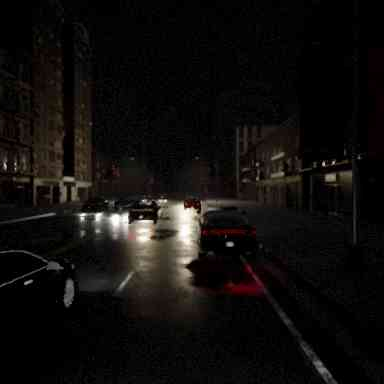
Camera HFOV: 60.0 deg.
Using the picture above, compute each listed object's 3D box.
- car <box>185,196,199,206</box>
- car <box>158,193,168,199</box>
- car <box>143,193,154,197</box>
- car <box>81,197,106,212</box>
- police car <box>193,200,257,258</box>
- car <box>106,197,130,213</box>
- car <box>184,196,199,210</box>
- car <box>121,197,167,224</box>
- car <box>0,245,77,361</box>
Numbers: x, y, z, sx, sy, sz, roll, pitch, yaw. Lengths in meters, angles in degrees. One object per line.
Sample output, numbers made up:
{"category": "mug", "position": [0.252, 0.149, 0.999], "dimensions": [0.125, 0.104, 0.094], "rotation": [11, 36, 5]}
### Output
{"category": "car", "position": [0.014, 1.253, 47.474], "dimensions": [1.895, 1.301, 4.718], "rotation": [0, 0, 0]}
{"category": "car", "position": [-6.484, 0.936, 74.251], "dimensions": [2.128, 1.511, 4.902], "rotation": [0, 0, 0]}
{"category": "car", "position": [-9.734, 0.901, 74.668], "dimensions": [1.837, 1.490, 4.892], "rotation": [0, 0, 0]}
{"category": "car", "position": [-9.839, 1.256, 34.120], "dimensions": [1.837, 1.490, 4.892], "rotation": [0, 0, 0]}
{"category": "police car", "position": [1.140, 1.336, 12.540], "dimensions": [1.930, 1.638, 5.238], "rotation": [0, 0, 0]}
{"category": "car", "position": [-6.590, 1.250, 33.093], "dimensions": [2.128, 1.511, 4.902], "rotation": [0, 0, 0]}
{"category": "car", "position": [0.058, 1.329, 37.181], "dimensions": [1.895, 1.301, 4.718], "rotation": [0, 0, 1]}
{"category": "car", "position": [-3.145, 1.325, 22.990], "dimensions": [2.128, 1.511, 4.902], "rotation": [0, 0, 0]}
{"category": "car", "position": [-3.150, 1.472, 4.582], "dimensions": [1.837, 1.490, 4.892], "rotation": [0, 0, 0]}
